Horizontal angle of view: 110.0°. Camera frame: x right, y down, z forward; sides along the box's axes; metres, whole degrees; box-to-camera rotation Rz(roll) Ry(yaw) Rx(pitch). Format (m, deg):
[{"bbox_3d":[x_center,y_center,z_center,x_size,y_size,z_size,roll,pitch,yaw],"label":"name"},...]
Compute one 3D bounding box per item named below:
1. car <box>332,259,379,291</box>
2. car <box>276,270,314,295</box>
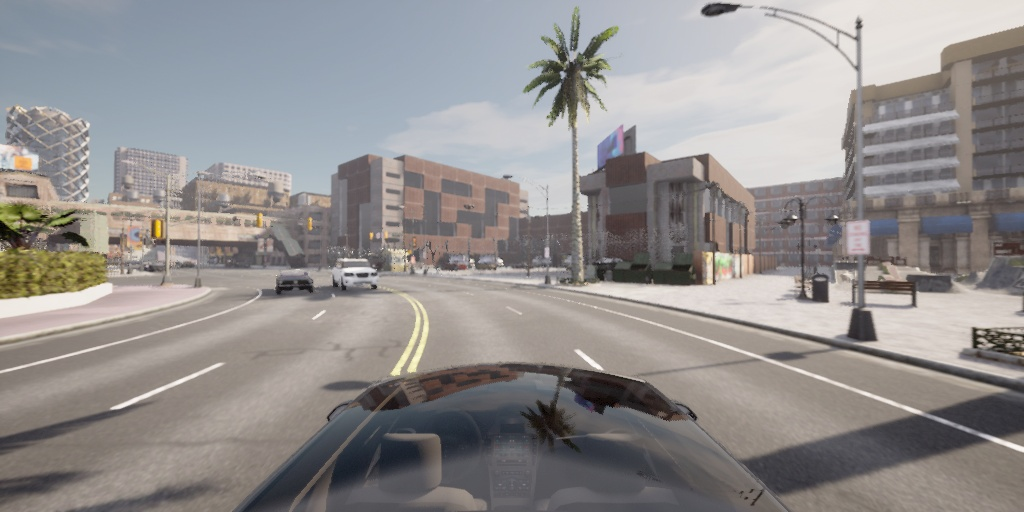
[{"bbox_3d":[-10.798,1.200,24.527,2.150,2.045,5.566,0,-1,-35],"label":"car"},{"bbox_3d":[-13.248,1.548,21.848,1.895,1.301,4.718,0,-1,-33],"label":"car"}]
